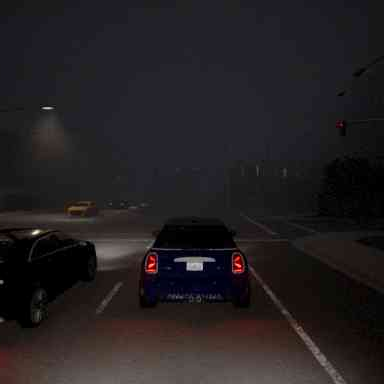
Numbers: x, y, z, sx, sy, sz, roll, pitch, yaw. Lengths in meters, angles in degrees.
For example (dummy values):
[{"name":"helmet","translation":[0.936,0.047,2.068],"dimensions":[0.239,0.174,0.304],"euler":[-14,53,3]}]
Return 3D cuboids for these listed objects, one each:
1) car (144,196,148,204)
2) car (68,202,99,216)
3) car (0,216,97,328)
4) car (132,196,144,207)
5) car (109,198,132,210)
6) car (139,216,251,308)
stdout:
[{"name":"car","translation":[-10.644,1.730,72.411],"dimensions":[2.128,1.511,4.902],"euler":[0,1,0]},{"name":"car","translation":[-10.661,1.709,32.927],"dimensions":[1.882,1.535,5.008],"euler":[0,-1,0]},{"name":"car","translation":[-3.448,1.503,6.971],"dimensions":[2.128,1.511,4.902],"euler":[0,0,0]},{"name":"car","translation":[-10.688,1.849,60.892],"dimensions":[2.128,1.511,4.902],"euler":[0,0,0]},{"name":"car","translation":[-10.690,1.722,48.767],"dimensions":[2.097,1.767,4.553],"euler":[0,0,-1]},{"name":"car","translation":[0.057,1.364,8.112],"dimensions":[2.097,1.767,4.553],"euler":[0,0,0]}]
